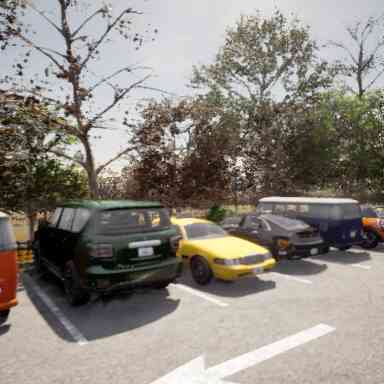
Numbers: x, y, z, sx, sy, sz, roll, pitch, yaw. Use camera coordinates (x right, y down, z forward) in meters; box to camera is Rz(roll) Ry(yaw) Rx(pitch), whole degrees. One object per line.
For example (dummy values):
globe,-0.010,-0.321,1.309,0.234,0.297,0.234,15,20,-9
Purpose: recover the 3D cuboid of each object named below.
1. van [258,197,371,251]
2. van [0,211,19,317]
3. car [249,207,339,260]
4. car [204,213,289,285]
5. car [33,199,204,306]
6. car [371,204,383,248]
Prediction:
van,4.302,1.214,13.263,1.878,1.987,4.442,0,0,-35
van,-4.819,1.254,6.766,1.878,1.987,4.442,-1,0,-35
car,2.117,1.445,11.555,2.231,1.521,4.892,0,0,-35
car,-0.033,1.446,9.804,1.946,1.575,5.366,0,0,-35
car,-2.412,1.207,8.371,2.435,2.045,5.566,-1,0,-35
car,6.644,1.311,14.749,2.185,1.767,4.553,0,0,-35
